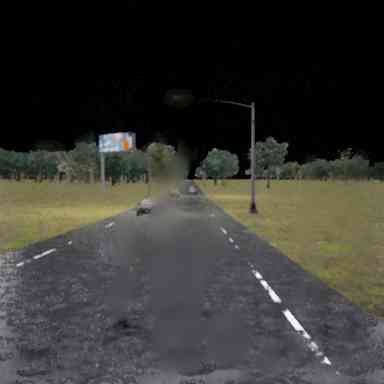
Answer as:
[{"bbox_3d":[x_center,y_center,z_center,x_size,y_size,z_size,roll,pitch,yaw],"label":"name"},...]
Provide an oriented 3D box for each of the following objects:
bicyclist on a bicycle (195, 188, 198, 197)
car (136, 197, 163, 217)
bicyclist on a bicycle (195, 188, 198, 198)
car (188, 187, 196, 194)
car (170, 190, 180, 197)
[{"bbox_3d":[0.986,0.074,73.924,0.659,1.776,1.843,0,2,0],"label":"bicyclist on a bicycle"},{"bbox_3d":[-3.583,1.227,28.789,1.882,1.535,5.008,0,1,0],"label":"car"},{"bbox_3d":[0.983,0.325,64.937,0.659,1.776,1.843,0,2,0],"label":"bicyclist on a bicycle"},{"bbox_3d":[0.031,-0.247,85.058,1.994,1.385,4.181,0,2,0],"label":"car"},{"bbox_3d":[-3.474,0.280,69.851,1.882,1.535,5.008,0,1,0],"label":"car"}]
